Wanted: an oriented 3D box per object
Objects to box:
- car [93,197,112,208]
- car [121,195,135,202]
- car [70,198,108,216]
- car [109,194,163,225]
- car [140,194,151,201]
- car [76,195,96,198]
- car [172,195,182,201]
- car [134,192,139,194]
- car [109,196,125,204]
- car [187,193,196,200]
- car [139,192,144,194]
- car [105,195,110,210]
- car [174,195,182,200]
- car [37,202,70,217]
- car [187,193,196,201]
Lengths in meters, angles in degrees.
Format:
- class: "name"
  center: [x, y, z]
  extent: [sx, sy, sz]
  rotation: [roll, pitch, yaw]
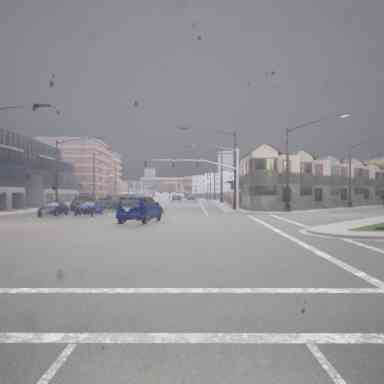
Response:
- class: "car"
  center: [-14.176, 1.641, 53.116]
  extent: [1.812, 1.442, 4.674]
  rotation: [0, 1, 0]
- class: "car"
  center: [-14.124, 1.364, 73.439]
  extent: [2.033, 1.411, 5.357]
  rotation: [0, 0, 0]
- class: "car"
  center: [-10.660, 1.671, 34.685]
  extent: [1.882, 1.535, 5.008]
  rotation: [0, 0, 0]
- class: "car"
  center: [-3.973, 1.377, 25.876]
  extent: [2.150, 2.045, 5.566]
  rotation: [0, 0, 13]
- class: "car"
  center: [-10.629, 1.300, 76.784]
  extent: [1.882, 1.535, 5.008]
  rotation: [0, 0, 0]
- class: "car"
  center: [-14.169, 1.428, 43.819]
  extent: [2.150, 2.045, 5.566]
  rotation: [0, 0, 0]
- class: "car"
  center: [-3.630, 1.345, 77.408]
  extent: [2.128, 1.511, 4.902]
  rotation: [0, -1, 0]
- class: "car"
  center: [-10.677, 1.307, 54.963]
  extent: [2.150, 2.045, 5.566]
  rotation: [0, 1, 0]
- class: "car"
  center: [-14.143, 1.500, 62.940]
  extent: [1.994, 1.385, 4.181]
  rotation: [0, 1, 1]
- class: "car"
  center: [-0.148, 1.139, 87.819]
  extent: [2.097, 1.767, 4.553]
  rotation: [0, -2, 0]
- class: "car"
  center: [-10.641, 1.114, 65.693]
  extent: [2.150, 2.045, 5.566]
  rotation: [0, 1, 0]
- class: "car"
  center: [-10.665, 1.421, 44.617]
  extent: [2.150, 2.045, 5.566]
  rotation: [0, 1, 1]
- class: "car"
  center: [-3.648, 1.379, 87.866]
  extent: [1.895, 1.301, 4.718]
  rotation: [0, -2, 0]
- class: "car"
  center: [-14.161, 1.718, 34.248]
  extent: [1.812, 1.442, 4.674]
  rotation: [0, 0, 0]
- class: "car"
  center: [-0.131, 1.420, 77.859]
  extent: [1.895, 1.301, 4.718]
  rotation: [0, -1, 0]
